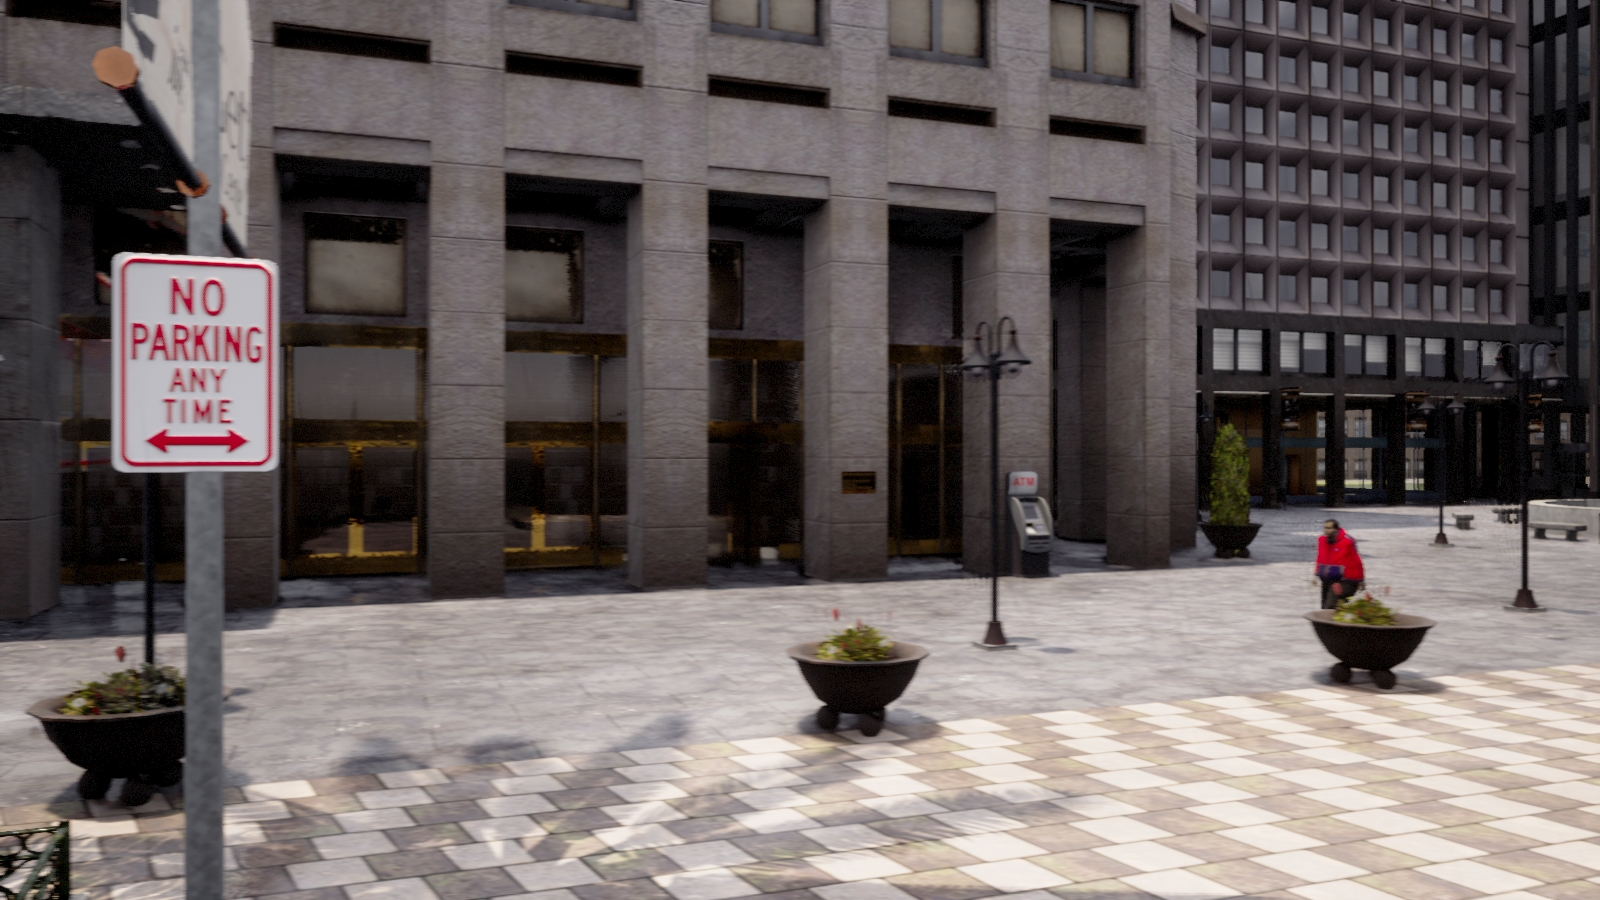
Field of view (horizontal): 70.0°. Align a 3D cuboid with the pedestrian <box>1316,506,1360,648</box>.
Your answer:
[{"bbox_3d":[7.282,1.706,15.472,0.375,1.860,0.375,0,0,-23],"label":"pedestrian"}]
